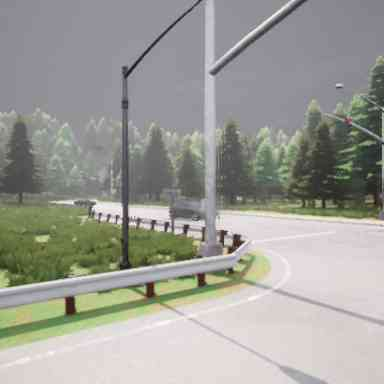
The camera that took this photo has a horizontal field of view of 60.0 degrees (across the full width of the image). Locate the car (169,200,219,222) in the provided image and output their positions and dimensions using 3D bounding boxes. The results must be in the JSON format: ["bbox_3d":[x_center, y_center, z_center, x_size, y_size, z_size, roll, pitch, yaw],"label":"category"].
[{"bbox_3d":[0.029,1.422,25.605,1.837,1.490,4.892,0,0,-36],"label":"car"}]

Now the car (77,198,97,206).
[{"bbox_3d":[-14.741,1.519,46.088,1.895,1.301,4.718,0,0,-34],"label":"car"}]
